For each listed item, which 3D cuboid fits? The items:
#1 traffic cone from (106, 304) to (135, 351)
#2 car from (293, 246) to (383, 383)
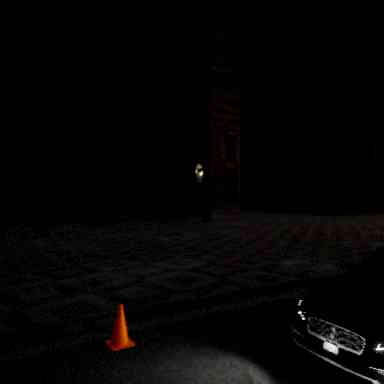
[{"bbox_3d":[-1.058,1.956,4.928,0.340,0.580,0.340,1,0,-32],"label":"traffic cone"},{"bbox_3d":[3.663,1.546,5.016,4.892,1.490,1.837,1,0,-31],"label":"car"}]
